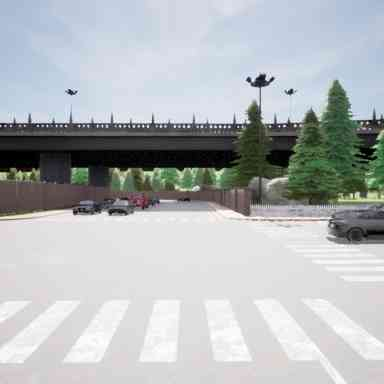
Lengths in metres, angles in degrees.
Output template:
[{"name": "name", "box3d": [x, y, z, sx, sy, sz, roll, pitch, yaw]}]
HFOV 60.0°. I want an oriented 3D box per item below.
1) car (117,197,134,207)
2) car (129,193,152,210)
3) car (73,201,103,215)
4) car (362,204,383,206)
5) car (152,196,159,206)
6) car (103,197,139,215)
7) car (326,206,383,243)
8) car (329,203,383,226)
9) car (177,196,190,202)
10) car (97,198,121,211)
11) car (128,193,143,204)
[{"name": "car", "box3d": [-10.532, 1.525, 52.756, 1.812, 1.442, 4.674, 0, 0, 0]}, {"name": "car", "box3d": [-7.039, 1.221, 43.757, 2.150, 2.045, 5.566, 0, 0, 0]}, {"name": "car", "box3d": [-10.564, 1.564, 33.860, 1.994, 1.385, 4.181, 0, 0, 0]}, {"name": "car", "box3d": [11.484, 1.296, 18.691, 4.553, 1.767, 2.097, 0, 0, 2]}, {"name": "car", "box3d": [-7.038, 1.563, 53.765, 1.994, 1.385, 4.181, 0, 0, 0]}, {"name": "car", "box3d": [-7.038, 1.547, 33.583, 2.033, 1.411, 5.357, 0, 0, 0]}, {"name": "car", "box3d": [8.399, 1.509, 15.185, 4.181, 1.385, 1.994, 0, 0, 0]}, {"name": "car", "box3d": [12.238, 1.492, 22.206, 5.357, 1.411, 2.033, 0, 0, 2]}, {"name": "car", "box3d": [-1.897, 1.552, 75.220, 1.994, 1.385, 4.181, 0, 0, -19]}, {"name": "car", "box3d": [-10.538, 1.525, 42.575, 1.812, 1.442, 4.674, 0, 0, 0]}, {"name": "car", "box3d": [-10.681, 1.221, 63.464, 2.150, 2.045, 5.566, 0, 0, -3]}]
